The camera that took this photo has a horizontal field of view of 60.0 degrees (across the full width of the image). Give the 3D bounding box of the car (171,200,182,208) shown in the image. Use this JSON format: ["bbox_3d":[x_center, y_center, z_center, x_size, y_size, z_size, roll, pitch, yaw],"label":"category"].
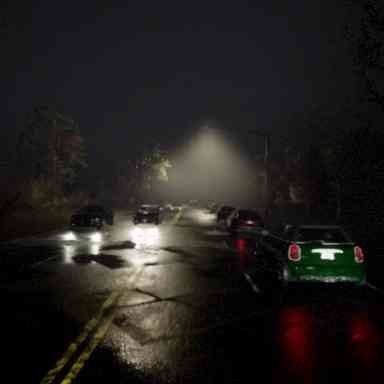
[{"bbox_3d":[-3.037,2.286,66.811,1.882,1.535,5.008,2,0,1],"label":"car"}]

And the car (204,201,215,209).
[{"bbox_3d":[3.432,2.535,65.098,1.994,1.385,4.181,1,-1,1],"label":"car"}]

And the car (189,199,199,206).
[{"bbox_3d":[0.335,2.485,74.006,1.895,1.301,4.718,2,-1,1],"label":"car"}]

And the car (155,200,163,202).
[{"bbox_3d":[-6.344,2.199,63.828,1.812,1.442,4.674,2,-1,1],"label":"car"}]

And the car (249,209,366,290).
[{"bbox_3d":[3.271,1.609,10.152,2.097,1.767,4.553,2,-1,0],"label":"car"}]

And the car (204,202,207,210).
[{"bbox_3d":[3.311,2.436,54.162,1.895,1.301,4.718,2,-1,0],"label":"car"}]

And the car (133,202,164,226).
[{"bbox_3d":[-3.329,1.783,25.954,2.128,1.511,4.902,2,-1,0],"label":"car"}]

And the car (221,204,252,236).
[{"bbox_3d":[3.284,1.825,21.175,2.033,1.649,4.856,3,-1,0],"label":"car"}]

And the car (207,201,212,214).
[{"bbox_3d":[3.266,2.219,43.166,1.812,1.442,4.674,2,-1,0],"label":"car"}]

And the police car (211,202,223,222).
[{"bbox_3d":[3.267,1.979,32.279,1.930,1.638,5.238,2,0,0],"label":"police car"}]

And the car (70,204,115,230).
[{"bbox_3d":[-6.579,1.622,22.429,1.882,1.535,5.008,2,-1,0],"label":"car"}]
